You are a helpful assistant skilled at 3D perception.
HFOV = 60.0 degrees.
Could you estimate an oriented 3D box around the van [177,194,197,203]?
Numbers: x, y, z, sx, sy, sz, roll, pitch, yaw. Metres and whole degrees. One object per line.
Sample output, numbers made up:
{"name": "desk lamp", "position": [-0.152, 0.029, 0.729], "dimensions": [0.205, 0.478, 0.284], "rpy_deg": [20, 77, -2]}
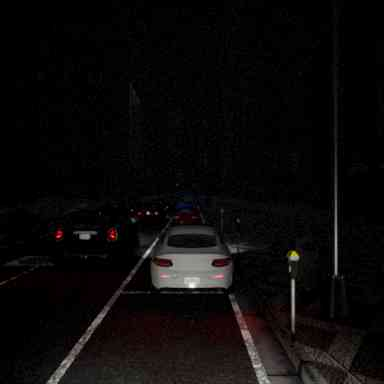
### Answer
{"name": "van", "position": [-0.368, 1.345, 32.287], "dimensions": [1.690, 1.788, 3.998], "rpy_deg": [0, 0, 0]}

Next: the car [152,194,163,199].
{"name": "car", "position": [-8.912, 1.555, 81.278], "dimensions": [1.752, 1.417, 4.829], "rpy_deg": [0, 0, 0]}

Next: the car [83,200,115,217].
{"name": "car", "position": [-8.919, 1.548, 32.304], "dimensions": [1.887, 1.381, 4.507], "rpy_deg": [0, 0, 0]}

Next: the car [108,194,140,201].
{"name": "car", "position": [-6.241, 1.225, 32.227], "dimensions": [2.150, 2.045, 5.566], "rpy_deg": [0, 0, 0]}

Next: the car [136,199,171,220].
{"name": "car", "position": [-3.062, 1.550, 25.768], "dimensions": [2.033, 1.411, 5.357], "rpy_deg": [0, 0, 0]}

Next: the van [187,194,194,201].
{"name": "van", "position": [-0.380, 1.377, 86.847], "dimensions": [1.690, 1.788, 3.998], "rpy_deg": [0, 0, 0]}

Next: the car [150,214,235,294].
{"name": "car", "position": [0.003, 1.526, 8.650], "dimensions": [1.812, 1.442, 4.674], "rpy_deg": [0, 0, 0]}

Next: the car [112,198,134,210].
{"name": "car", "position": [-8.922, 1.550, 43.355], "dimensions": [1.887, 1.381, 4.507], "rpy_deg": [0, 0, 0]}

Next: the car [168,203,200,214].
{"name": "car", "position": [-0.370, 1.584, 21.237], "dimensions": [1.802, 1.307, 4.206], "rpy_deg": [0, 0, 0]}

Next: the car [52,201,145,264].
{"name": "car", "position": [-3.146, 1.352, 11.903], "dimensions": [2.097, 1.767, 4.553], "rpy_deg": [0, 0, 0]}

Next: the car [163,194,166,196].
{"name": "car", "position": [-8.906, 1.586, 92.029], "dimensions": [1.887, 1.381, 4.507], "rpy_deg": [0, 0, 0]}

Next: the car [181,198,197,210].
{"name": "car", "position": [-0.367, 1.550, 43.337], "dimensions": [1.887, 1.381, 4.507], "rpy_deg": [0, 0, 0]}

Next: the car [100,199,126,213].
{"name": "car", "position": [-8.921, 1.549, 37.830], "dimensions": [1.887, 1.381, 4.507], "rpy_deg": [0, 0, 0]}

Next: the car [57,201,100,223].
{"name": "car", "position": [-8.918, 1.528, 26.609], "dimensions": [1.752, 1.417, 4.829], "rpy_deg": [0, 0, 0]}

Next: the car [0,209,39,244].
{"name": "car", "position": [-8.916, 1.546, 15.728], "dimensions": [1.887, 1.381, 4.507], "rpy_deg": [0, 0, 0]}

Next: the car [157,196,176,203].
{"name": "car", "position": [-3.055, 1.606, 43.335], "dimensions": [1.895, 1.301, 4.718], "rpy_deg": [0, 0, 0]}
